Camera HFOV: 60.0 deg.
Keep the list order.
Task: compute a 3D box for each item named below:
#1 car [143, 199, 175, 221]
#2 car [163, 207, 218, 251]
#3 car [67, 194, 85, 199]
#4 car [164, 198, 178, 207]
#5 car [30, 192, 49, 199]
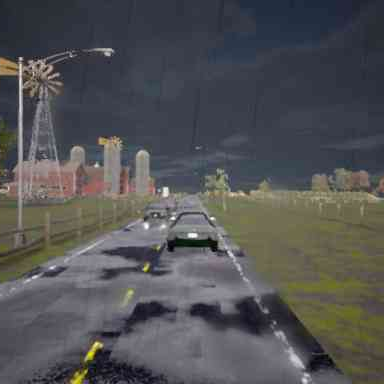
[{"bbox_3d":[-2.692,1.540,26.567,1.994,1.385,4.181,0,0,0],"label":"car"},{"bbox_3d":[0.032,1.555,14.183,1.994,1.385,4.181,0,0,0],"label":"car"},{"bbox_3d":[-28.487,1.105,81.924,4.181,1.385,1.994,1,-1,0],"label":"car"},{"bbox_3d":[-2.662,1.463,38.386,2.128,1.511,4.902,0,0,0],"label":"car"},{"bbox_3d":[-37.750,0.760,81.976,4.553,1.767,2.097,1,-1,0],"label":"car"}]
